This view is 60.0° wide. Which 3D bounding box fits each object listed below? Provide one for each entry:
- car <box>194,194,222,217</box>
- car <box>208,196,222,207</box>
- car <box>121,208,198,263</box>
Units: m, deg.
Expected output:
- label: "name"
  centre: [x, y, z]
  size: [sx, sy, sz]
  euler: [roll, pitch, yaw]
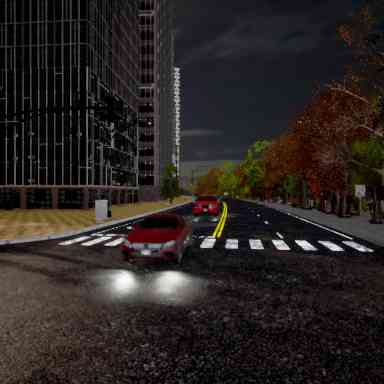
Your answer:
- label: "car"
  centre: [1.488, 1.250, 32.222]
  size: [2.150, 2.045, 5.566]
  euler: [0, 0, 7]
- label: "car"
  centre: [3.781, 1.494, 54.107]
  size: [2.128, 1.511, 4.902]
  euler: [0, 0, 5]
- label: "car"
  centre: [-1.062, 1.537, 12.196]
  size: [1.812, 1.442, 4.674]
  euler: [0, 0, 8]
